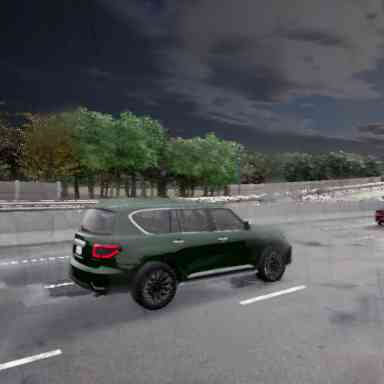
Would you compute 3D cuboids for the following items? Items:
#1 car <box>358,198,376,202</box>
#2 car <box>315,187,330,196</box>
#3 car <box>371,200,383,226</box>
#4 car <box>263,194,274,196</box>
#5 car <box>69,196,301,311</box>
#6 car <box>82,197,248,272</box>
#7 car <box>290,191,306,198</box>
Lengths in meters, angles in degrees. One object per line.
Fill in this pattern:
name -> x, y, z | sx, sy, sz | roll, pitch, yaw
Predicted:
car -> 25.391, 1.557, 47.918 | 4.674, 1.442, 1.812 | 0, 0, -35
car -> 32.681, -0.178, 83.164 | 2.150, 2.045, 5.566 | 0, 3, 41
car -> 14.400, 1.495, 22.593 | 5.008, 1.535, 1.882 | 0, 0, -36
car -> 13.349, 1.214, 58.648 | 1.837, 1.490, 4.892 | 0, 2, 36
car -> -0.017, 1.224, 8.027 | 5.566, 2.045, 2.150 | 0, 0, -35
car -> -0.775, 1.226, 11.784 | 5.566, 2.045, 2.150 | 0, 0, -35
car -> 22.732, 0.613, 71.134 | 2.097, 1.767, 4.553 | 0, 2, 38
